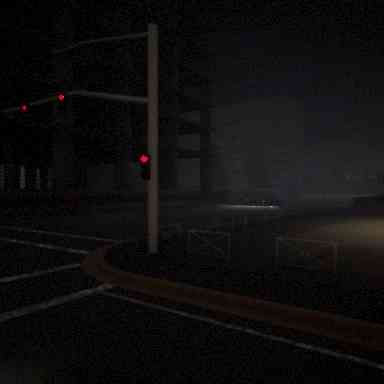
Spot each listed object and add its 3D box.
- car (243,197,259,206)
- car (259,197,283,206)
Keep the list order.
[{"bbox_3d":[10.090,1.511,54.996,1.812,1.442,4.674,0,0,35],"label":"car"},{"bbox_3d":[12.946,1.507,52.974,1.837,1.490,4.892,0,0,35],"label":"car"}]
